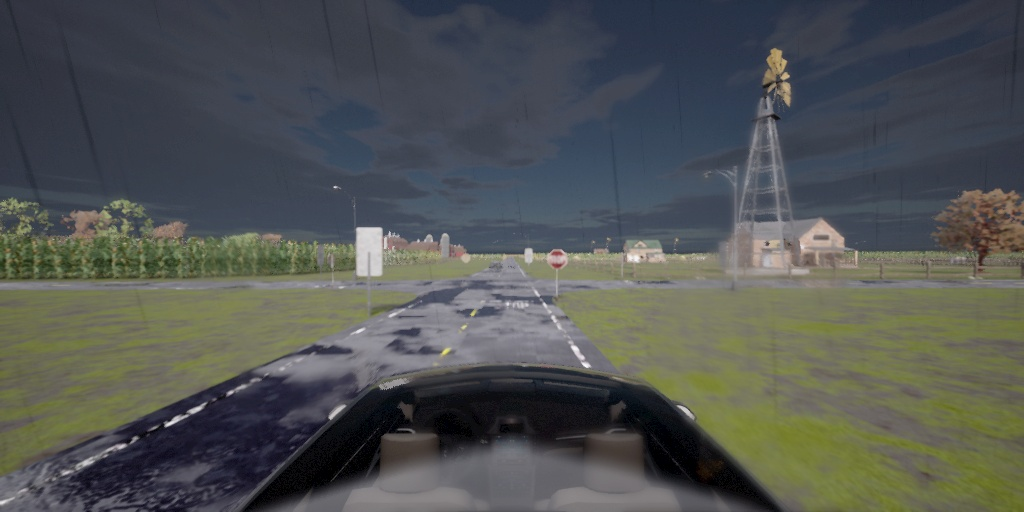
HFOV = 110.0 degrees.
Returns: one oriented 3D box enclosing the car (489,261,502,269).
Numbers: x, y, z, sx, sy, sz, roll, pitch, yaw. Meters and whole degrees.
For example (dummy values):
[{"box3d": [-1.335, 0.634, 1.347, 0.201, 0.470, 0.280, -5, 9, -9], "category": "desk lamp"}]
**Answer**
[{"box3d": [-2.758, 1.528, 60.175, 1.994, 1.385, 4.181, 0, 0, 0], "category": "car"}]
